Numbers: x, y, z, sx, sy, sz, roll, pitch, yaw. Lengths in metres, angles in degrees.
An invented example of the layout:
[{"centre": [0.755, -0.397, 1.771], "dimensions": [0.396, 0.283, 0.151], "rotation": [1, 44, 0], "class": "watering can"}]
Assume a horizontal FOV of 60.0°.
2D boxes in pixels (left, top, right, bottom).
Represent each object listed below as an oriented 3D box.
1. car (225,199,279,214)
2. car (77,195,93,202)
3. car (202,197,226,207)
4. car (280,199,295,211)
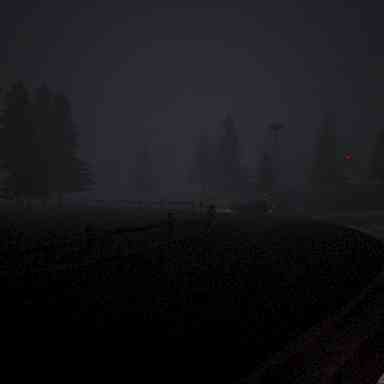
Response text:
[{"centre": [6.263, 1.601, 35.057], "dimensions": [4.718, 1.301, 1.895], "rotation": [0, 0, 41], "class": "car"}, {"centre": [-24.185, 1.500, 75.118], "dimensions": [4.892, 1.490, 1.837], "rotation": [0, 0, 41], "class": "car"}, {"centre": [3.631, 1.477, 51.210], "dimensions": [5.008, 1.535, 1.882], "rotation": [0, 0, 41], "class": "car"}, {"centre": [10.423, 1.564, 40.715], "dimensions": [4.181, 1.385, 1.994], "rotation": [0, 0, 41], "class": "car"}]
